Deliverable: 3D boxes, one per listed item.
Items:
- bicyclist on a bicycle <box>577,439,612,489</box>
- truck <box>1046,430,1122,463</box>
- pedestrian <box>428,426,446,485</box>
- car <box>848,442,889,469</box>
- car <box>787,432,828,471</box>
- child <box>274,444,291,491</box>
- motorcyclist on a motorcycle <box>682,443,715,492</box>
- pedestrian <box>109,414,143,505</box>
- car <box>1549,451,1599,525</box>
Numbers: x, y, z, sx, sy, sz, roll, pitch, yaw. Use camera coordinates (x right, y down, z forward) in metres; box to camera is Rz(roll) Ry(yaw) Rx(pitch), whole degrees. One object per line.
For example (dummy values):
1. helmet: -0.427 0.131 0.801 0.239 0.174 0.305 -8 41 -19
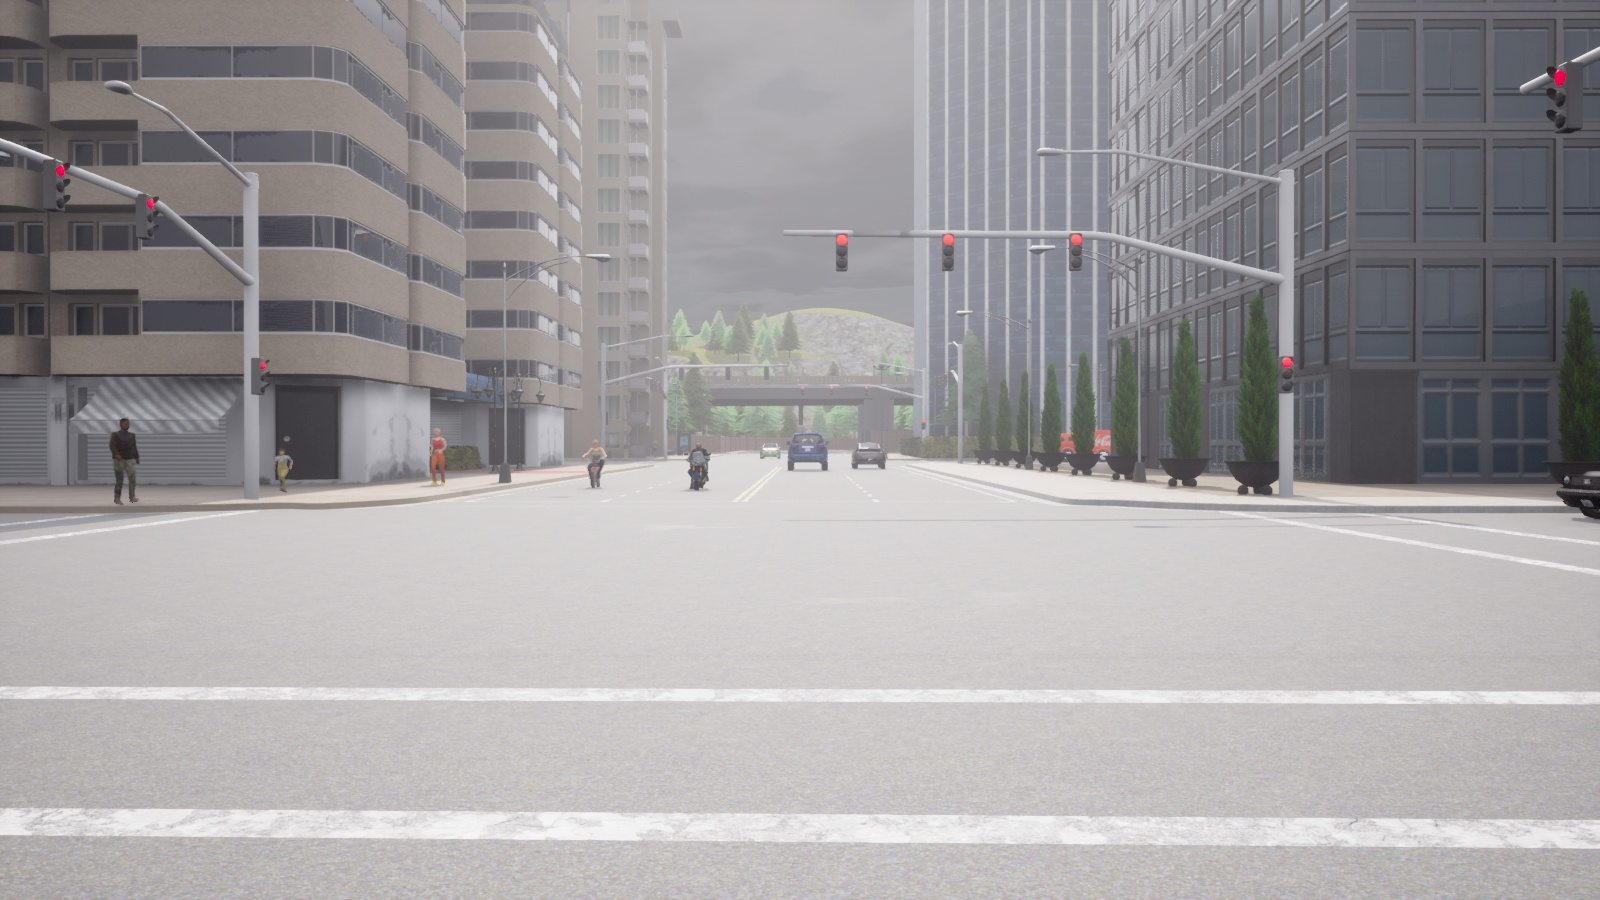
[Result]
1. bicyclist on a bicycle: -6.731 0.445 41.209 0.866 1.612 1.509 0 0 1
2. truck: 21.701 -0.265 96.011 5.204 2.467 2.627 0 0 0
3. pedestrian: -11.408 0.173 39.467 0.345 1.836 0.594 0 0 6
4. car: 3.955 0.294 72.949 2.128 1.511 4.902 0 0 0
5. car: 0.429 0.077 68.917 2.150 2.045 5.566 0 0 0
6. child: -13.909 0.476 33.769 0.270 1.263 0.437 0 0 2
7. motorcyclist on a motorcycle: -3.242 0.551 40.296 0.866 1.530 2.191 0 0 0
8. pedestrian: -13.930 0.193 25.957 0.703 1.840 0.431 0 0 45
9. car: 16.486 0.677 22.714 4.718 1.301 1.895 0 0 1
